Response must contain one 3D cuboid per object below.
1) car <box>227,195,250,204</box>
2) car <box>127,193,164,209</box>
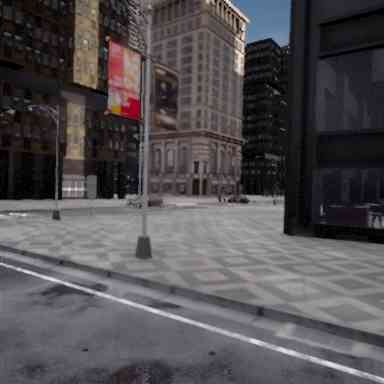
[{"bbox_3d":[7.874,1.253,55.818,2.033,1.411,5.357,2,1,35],"label":"car"},{"bbox_3d":[-5.190,0.938,37.547,2.097,1.767,4.553,2,1,35],"label":"car"}]
